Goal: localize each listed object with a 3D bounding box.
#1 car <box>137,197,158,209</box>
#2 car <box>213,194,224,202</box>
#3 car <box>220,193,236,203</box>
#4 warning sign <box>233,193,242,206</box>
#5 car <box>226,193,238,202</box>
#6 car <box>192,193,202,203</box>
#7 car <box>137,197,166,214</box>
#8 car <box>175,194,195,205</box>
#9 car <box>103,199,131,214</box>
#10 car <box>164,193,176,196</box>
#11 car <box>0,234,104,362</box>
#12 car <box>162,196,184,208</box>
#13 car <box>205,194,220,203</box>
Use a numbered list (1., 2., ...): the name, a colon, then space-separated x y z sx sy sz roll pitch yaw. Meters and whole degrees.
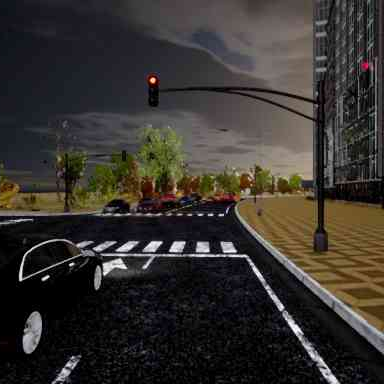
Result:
1. car: -6.293 1.525 47.617 1.812 1.442 4.674 0 0 8
2. car: 6.470 1.372 80.528 2.097 1.767 4.553 0 0 14
3. car: 7.622 1.239 70.097 2.150 2.045 5.566 0 0 12
4. warning sign: 6.548 1.122 48.212 1.300 1.860 1.060 0 0 8
5. car: 9.777 1.245 80.389 2.150 2.045 5.566 0 0 14
6. car: 0.753 1.231 69.590 2.150 2.045 5.566 0 0 11
7. car: -4.498 1.563 35.737 1.994 1.385 4.181 0 0 7
8. car: -1.212 1.531 59.179 1.812 1.442 4.674 0 0 10
9. car: -7.829 1.524 35.217 1.812 1.442 4.674 0 0 6
10. car: -4.180 1.228 61.118 2.150 2.045 5.566 0 0 10
11. car: -3.012 1.504 5.889 1.837 1.490 4.892 0 0 1
12. car: -2.920 1.603 48.399 1.895 1.301 4.718 0 0 8
13. car: 3.995 1.576 68.484 1.994 1.385 4.181 0 0 11
